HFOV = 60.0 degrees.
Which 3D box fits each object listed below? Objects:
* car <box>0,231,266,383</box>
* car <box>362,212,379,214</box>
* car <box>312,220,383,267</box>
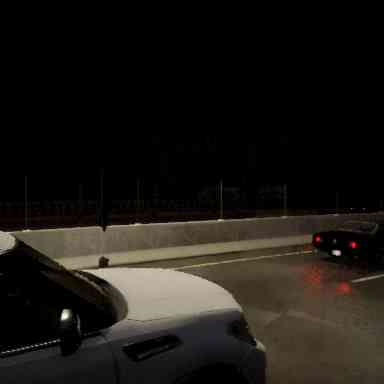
[{"bbox_3d":[-1.982,1.221,2.261,5.566,2.045,2.150,0,0,-35],"label":"car"},{"bbox_3d":[16.945,1.484,27.293,4.902,1.511,2.128,0,0,-18],"label":"car"},{"bbox_3d":[6.472,1.598,11.392,4.718,1.301,1.895,0,0,-28],"label":"car"}]
